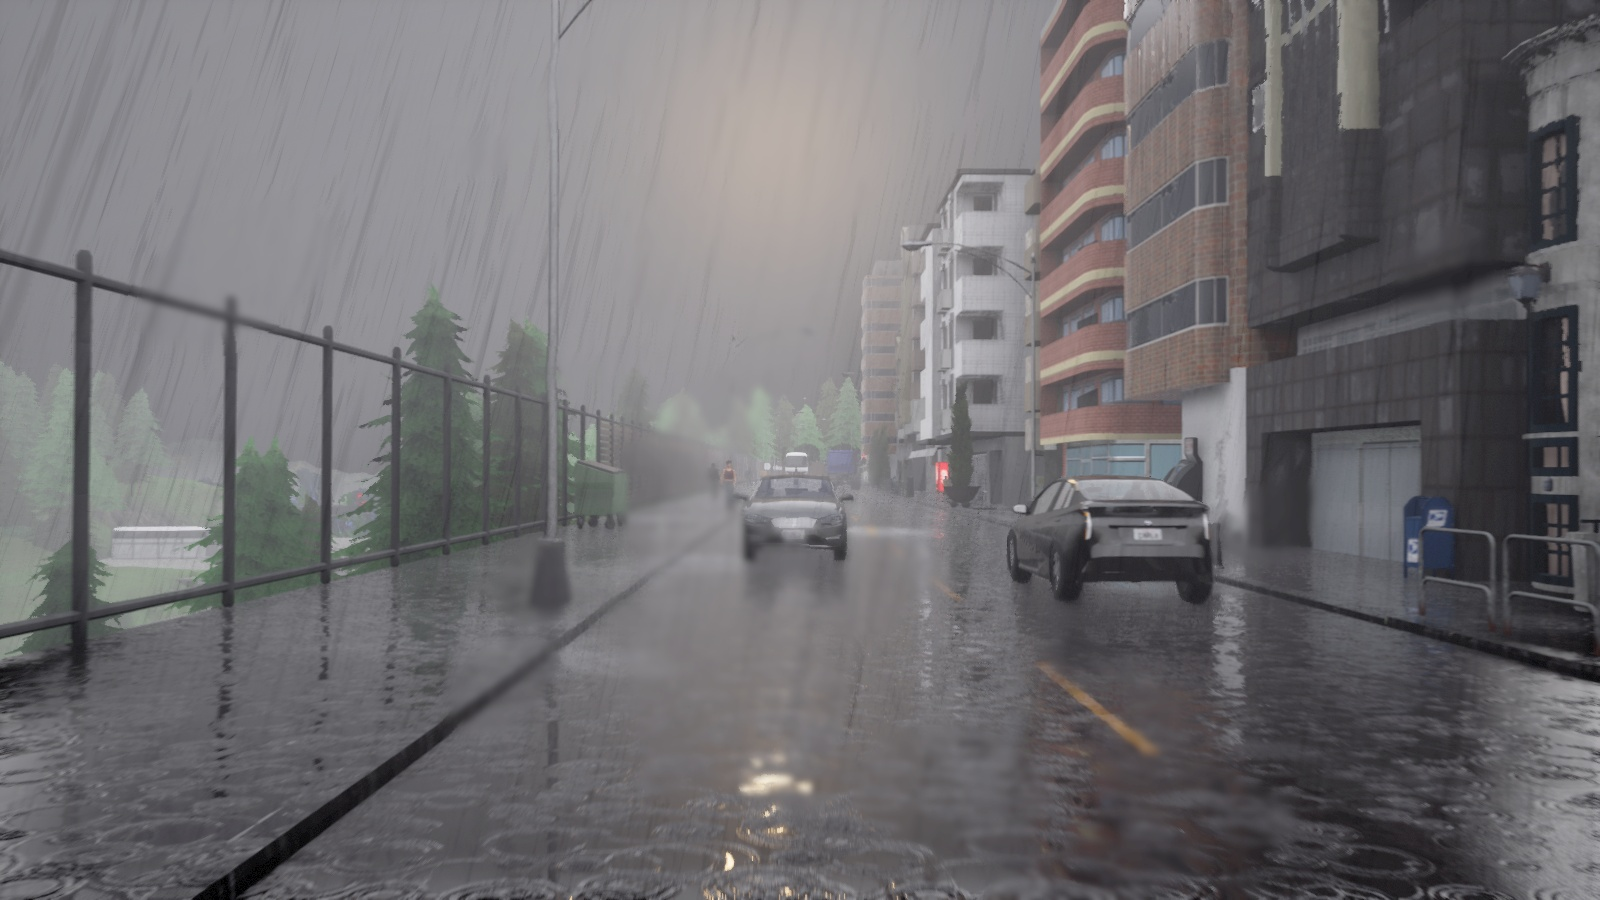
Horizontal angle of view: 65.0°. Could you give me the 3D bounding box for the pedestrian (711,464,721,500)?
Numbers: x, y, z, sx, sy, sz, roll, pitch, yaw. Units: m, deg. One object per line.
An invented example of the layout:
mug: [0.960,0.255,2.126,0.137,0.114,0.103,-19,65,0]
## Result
pedestrian: [-4.275,1.611,63.857,0.431,1.840,0.703,0,-1,0]

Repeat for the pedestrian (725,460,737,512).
pedestrian: [-2.480,1.286,44.919,0.345,1.836,0.594,0,-1,-10]

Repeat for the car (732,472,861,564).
car: [-0.065,1.158,23.107,2.128,1.511,4.902,0,-1,0]

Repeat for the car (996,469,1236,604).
car: [3.952,1.023,16.554,2.007,1.525,4.514,0,-1,0]
